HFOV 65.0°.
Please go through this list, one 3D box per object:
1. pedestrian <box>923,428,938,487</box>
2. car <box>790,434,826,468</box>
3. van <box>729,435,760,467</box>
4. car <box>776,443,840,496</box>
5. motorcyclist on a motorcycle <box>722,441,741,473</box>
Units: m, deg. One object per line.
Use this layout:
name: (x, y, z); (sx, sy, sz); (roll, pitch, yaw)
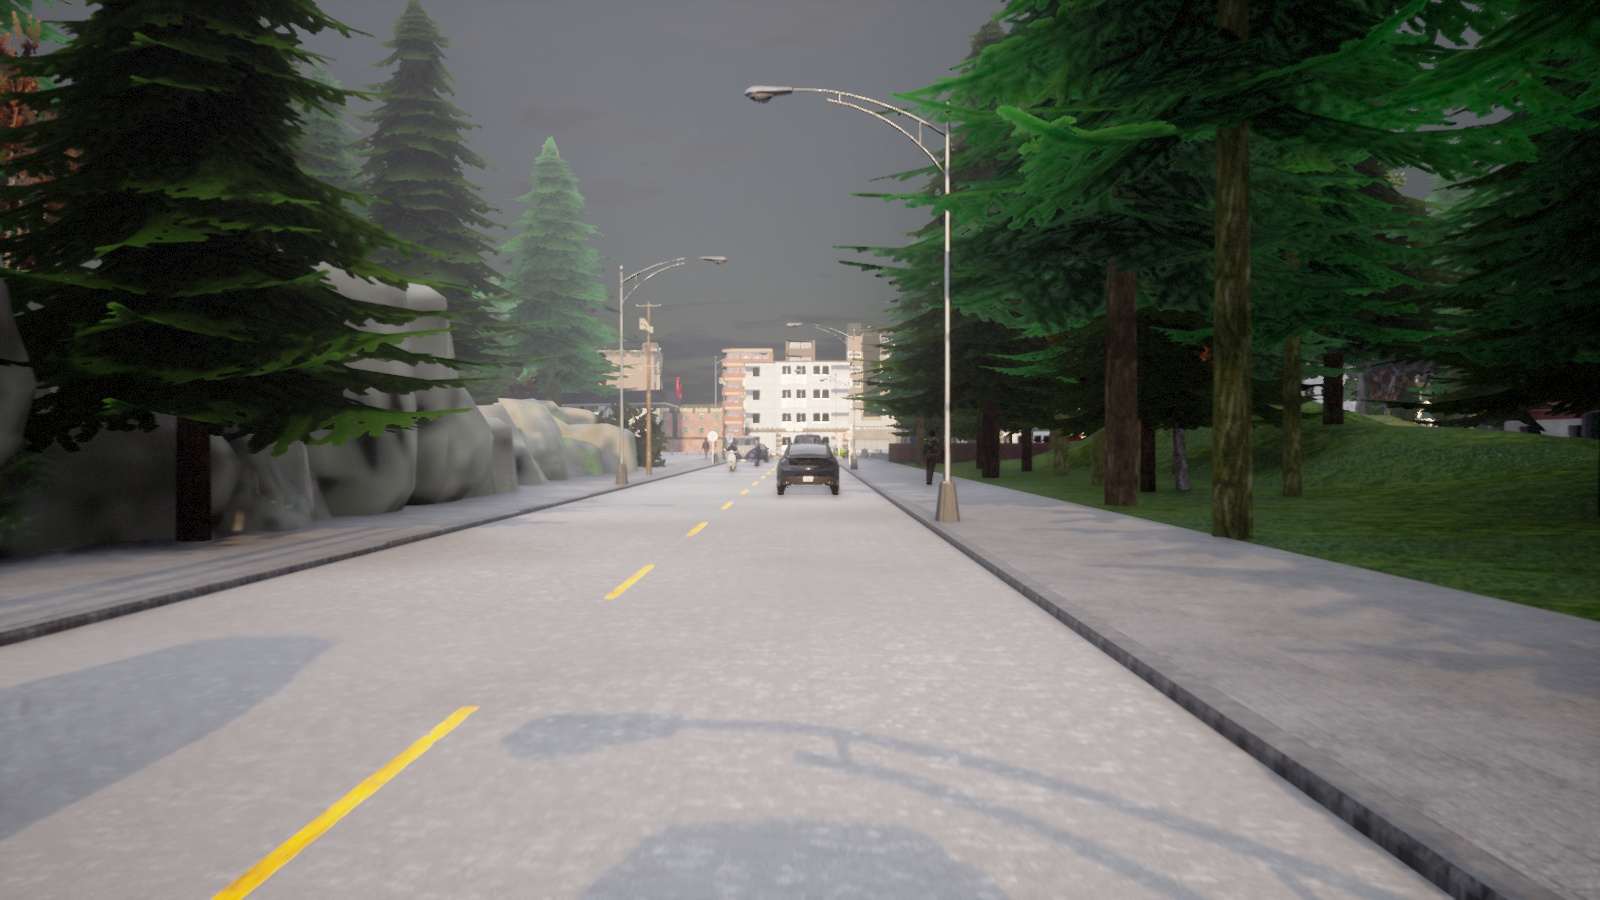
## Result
pedestrian: (4.303, 0.242, 41.242); (0.395, 1.930, 0.692); (0, 0, 14)
car: (0.488, 0.048, 79.103); (2.150, 2.045, 5.566); (0, 0, 0)
van: (-3.504, 0.073, 80.192); (1.775, 1.987, 4.442); (0, 0, 1)
car: (0.247, 0.549, 38.575); (1.837, 1.490, 4.892); (0, 1, 0)
motorcyclist on a motorcycle: (-3.555, 0.352, 65.308); (0.866, 1.590, 1.817); (0, 1, 1)
